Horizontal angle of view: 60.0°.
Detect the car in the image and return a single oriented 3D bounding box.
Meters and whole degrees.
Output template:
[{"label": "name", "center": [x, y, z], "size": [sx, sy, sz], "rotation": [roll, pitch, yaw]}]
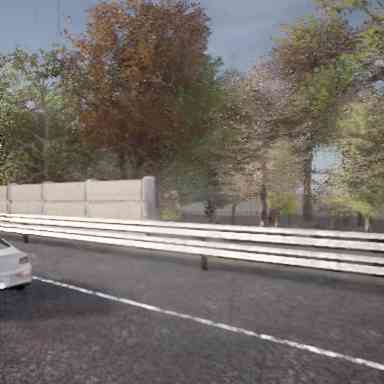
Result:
[{"label": "car", "center": [-5.614, 1.619, 7.881], "size": [4.674, 1.442, 1.812], "rotation": [-1, 0, 35]}]
